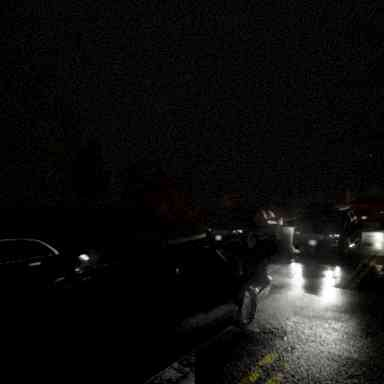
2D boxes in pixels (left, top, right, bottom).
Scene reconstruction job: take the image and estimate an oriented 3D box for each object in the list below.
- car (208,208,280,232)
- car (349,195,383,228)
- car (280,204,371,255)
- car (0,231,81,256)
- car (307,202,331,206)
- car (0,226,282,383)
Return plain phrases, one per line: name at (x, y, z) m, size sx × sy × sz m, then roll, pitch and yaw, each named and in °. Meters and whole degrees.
car at (2.456, 1.492, 14.711) m, size 2.128 × 1.511 × 4.902 m, roll 0°, pitch 0°, yaw 36°
car at (12.196, 1.218, 22.623) m, size 2.150 × 2.045 × 5.566 m, roll 0°, pitch 0°, yaw 36°
car at (5.630, 1.489, 13.551) m, size 2.128 × 1.511 × 4.902 m, roll 0°, pitch 0°, yaw 36°
car at (-4.054, 1.507, 5.705) m, size 1.837 × 1.490 × 4.892 m, roll 0°, pitch 0°, yaw 36°
car at (9.156, 1.475, 23.962) m, size 1.882 × 1.535 × 5.008 m, roll 0°, pitch 0°, yaw 36°
car at (-0.578, 1.548, 4.962) m, size 2.033 × 1.411 × 5.357 m, roll 0°, pitch 0°, yaw 36°
